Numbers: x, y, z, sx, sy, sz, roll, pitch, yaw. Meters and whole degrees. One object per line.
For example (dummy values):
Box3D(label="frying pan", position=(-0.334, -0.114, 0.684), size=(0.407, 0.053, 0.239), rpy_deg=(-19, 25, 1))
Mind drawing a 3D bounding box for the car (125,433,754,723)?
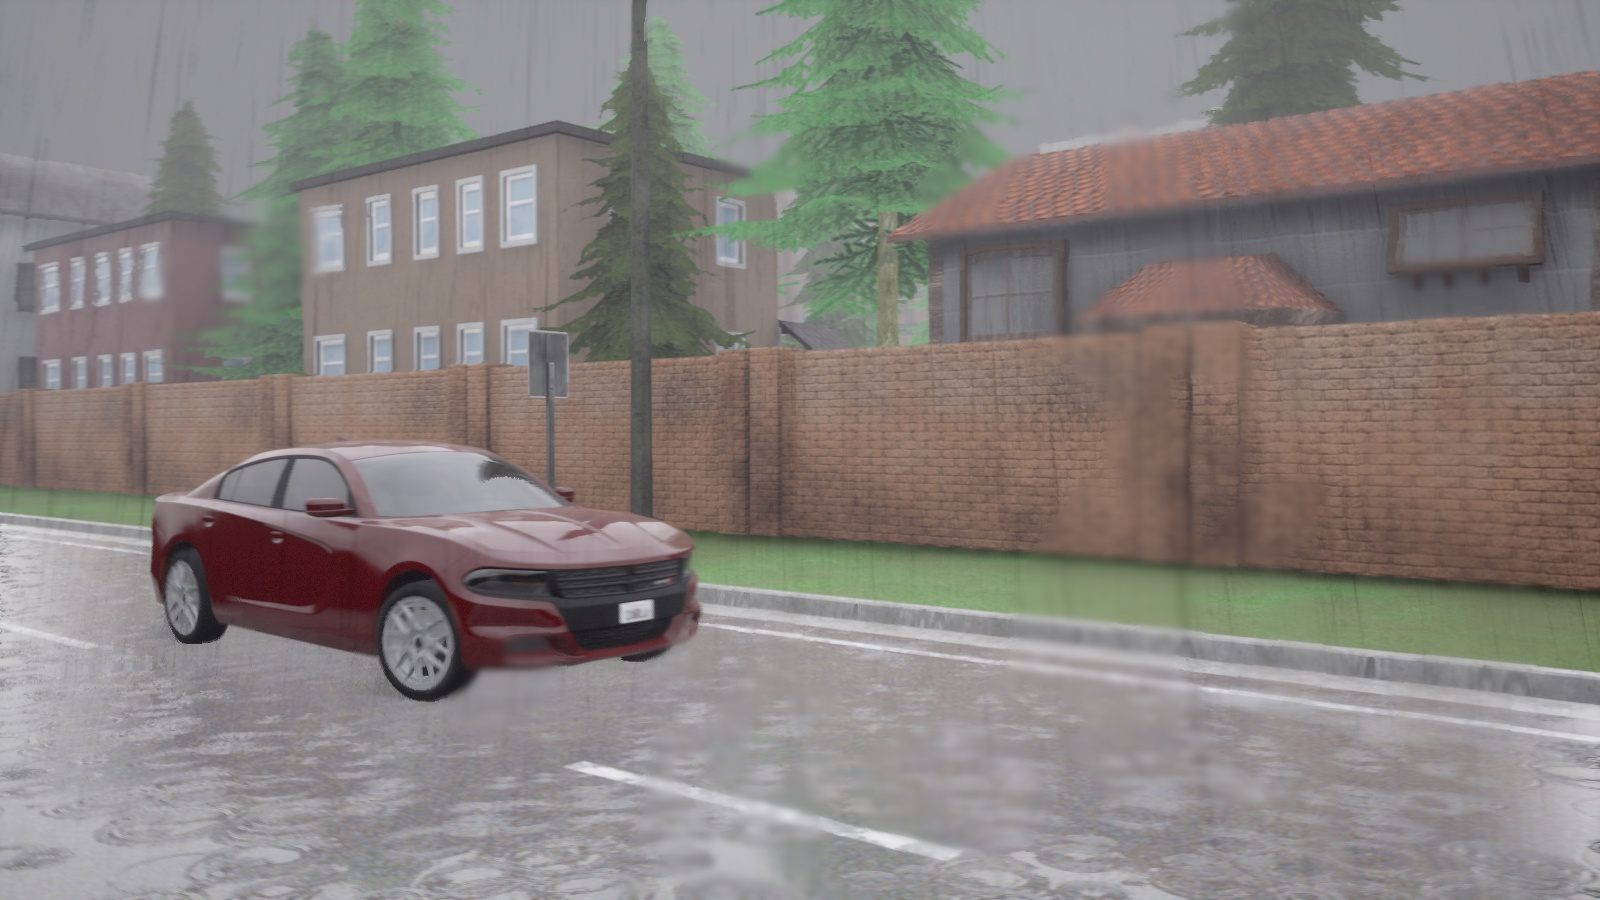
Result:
Box3D(label="car", position=(-2.809, 0.646, 8.992), size=(5.008, 1.535, 1.882), rpy_deg=(1, 1, 41))
